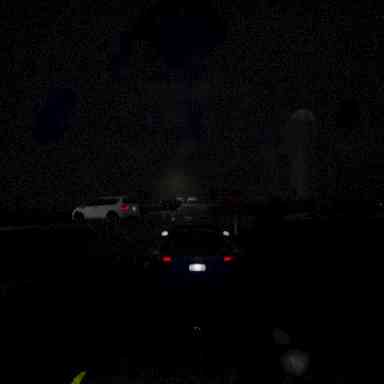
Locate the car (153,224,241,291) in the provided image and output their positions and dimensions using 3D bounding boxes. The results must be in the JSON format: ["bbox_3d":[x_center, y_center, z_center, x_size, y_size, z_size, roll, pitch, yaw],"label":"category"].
[{"bbox_3d":[0.101,1.559,9.003,1.994,1.385,4.181,0,0,0],"label":"car"}]

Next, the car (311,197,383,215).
[{"bbox_3d":[12.554,1.105,27.102,5.357,1.411,2.033,-2,-1,-1],"label":"car"}]

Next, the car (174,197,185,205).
[{"bbox_3d":[-2.752,1.971,73.306,2.128,1.511,4.902,0,-1,0],"label":"car"}]

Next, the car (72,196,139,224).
[{"bbox_3d":[-6.823,1.429,26.214,5.566,2.045,2.150,-3,-2,25],"label":"car"}]

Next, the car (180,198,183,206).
[{"bbox_3d":[-2.837,1.734,50.927,2.033,1.411,5.357,0,-1,0],"label":"car"}]

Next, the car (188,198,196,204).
[{"bbox_3d":[-0.003,2.157,81.968,2.033,1.411,5.357,0,-1,0],"label":"car"}]

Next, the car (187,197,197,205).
[{"bbox_3d":[-0.003,1.840,71.941,2.097,1.767,4.553,0,-1,0],"label":"car"}]

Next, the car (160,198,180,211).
[{"bbox_3d":[-2.848,1.655,41.261,1.994,1.385,4.181,0,0,0],"label":"car"}]
